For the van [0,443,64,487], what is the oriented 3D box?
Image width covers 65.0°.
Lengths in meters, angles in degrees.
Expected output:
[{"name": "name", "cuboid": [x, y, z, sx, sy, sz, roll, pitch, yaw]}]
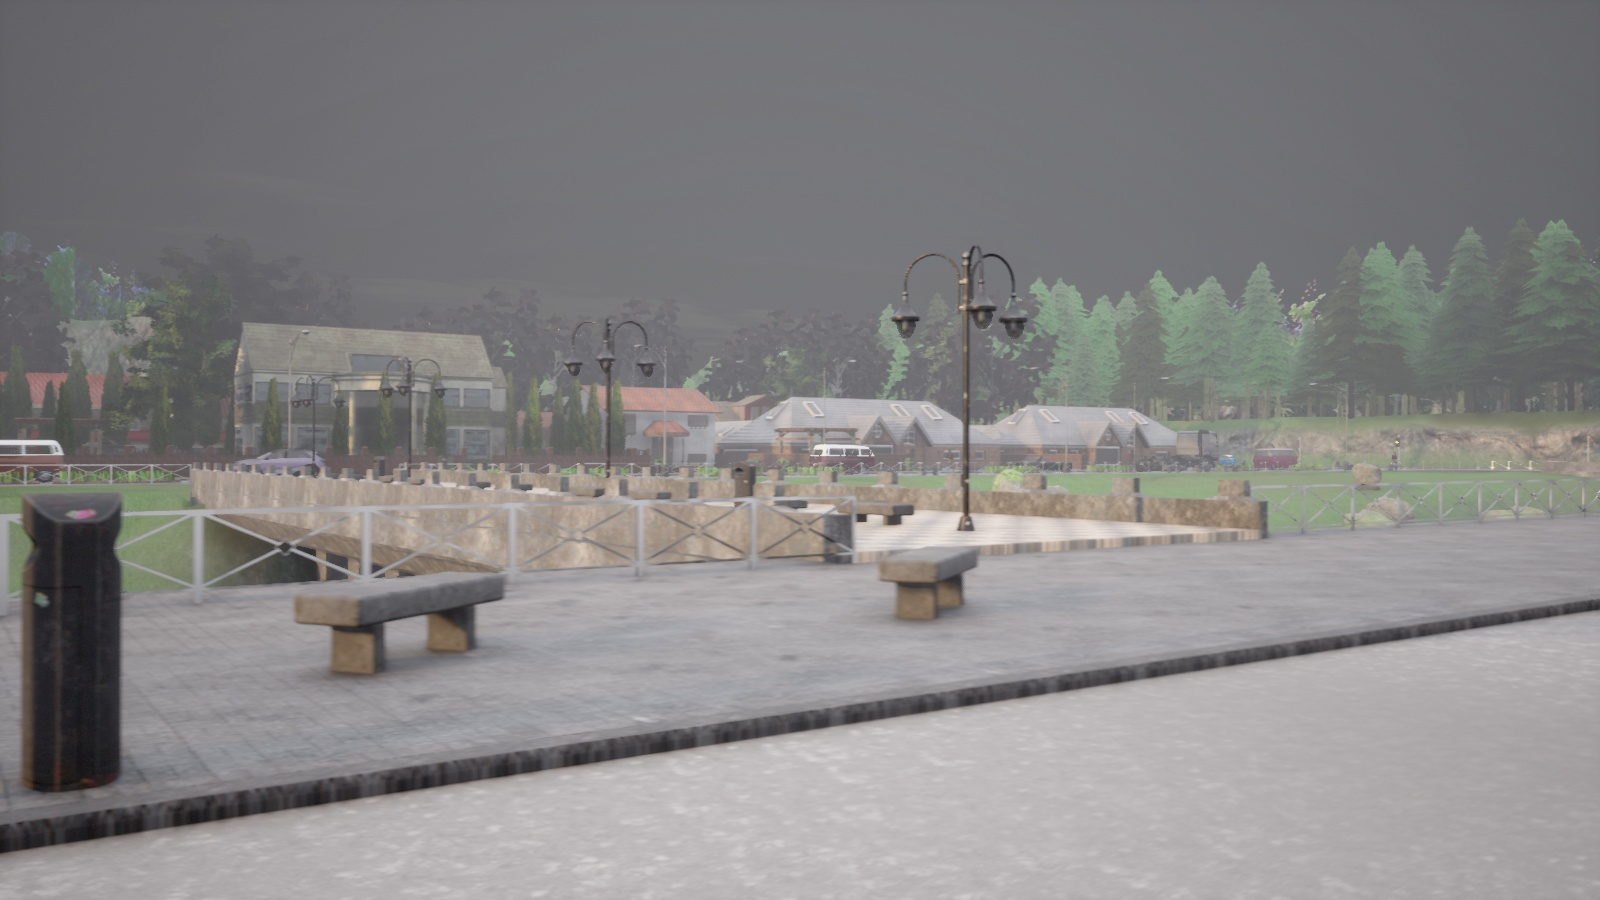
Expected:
[{"name": "van", "cuboid": [-36.997, 0.690, 58.547, 4.480, 2.038, 2.069, 0, 0, -35]}]

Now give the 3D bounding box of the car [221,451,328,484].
[{"name": "car", "cuboid": [-27.299, 0.893, 65.294, 4.856, 1.649, 2.033, 0, 0, -35]}]

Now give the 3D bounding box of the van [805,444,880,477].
[{"name": "van", "cuboid": [2.781, 0.662, 81.348, 4.480, 2.038, 2.069, 0, 0, -35]}]

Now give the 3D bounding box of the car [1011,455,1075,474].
[{"name": "car", "cuboid": [17.773, 1.033, 91.777, 4.718, 1.301, 1.895, 0, 0, -35]}]
